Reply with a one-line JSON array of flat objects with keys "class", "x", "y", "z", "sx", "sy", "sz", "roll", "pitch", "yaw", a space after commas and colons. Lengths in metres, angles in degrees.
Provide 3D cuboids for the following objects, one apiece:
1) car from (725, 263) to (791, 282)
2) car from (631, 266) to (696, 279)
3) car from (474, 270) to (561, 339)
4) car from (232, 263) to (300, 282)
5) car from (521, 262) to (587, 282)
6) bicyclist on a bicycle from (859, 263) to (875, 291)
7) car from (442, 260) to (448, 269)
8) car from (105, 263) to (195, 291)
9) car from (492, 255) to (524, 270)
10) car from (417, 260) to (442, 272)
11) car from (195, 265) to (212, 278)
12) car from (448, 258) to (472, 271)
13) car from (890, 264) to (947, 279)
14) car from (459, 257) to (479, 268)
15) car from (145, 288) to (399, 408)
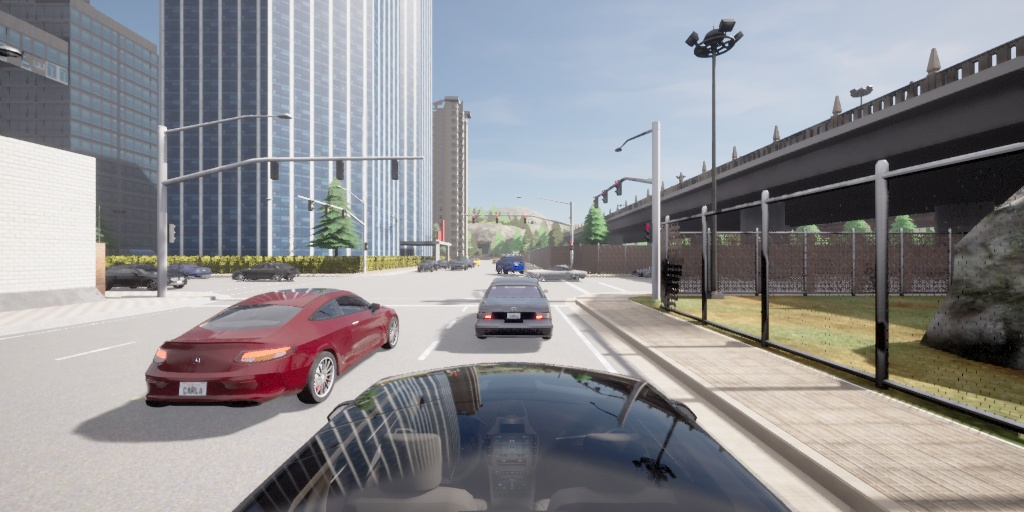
[{"class": "car", "x": 19.958, "y": 1.297, "z": 29.178, "sx": 4.902, "sy": 1.511, "sz": 2.128, "roll": 0, "pitch": 0, "yaw": 0}, {"class": "car", "x": 13.756, "y": 1.353, "z": 32.653, "sx": 5.357, "sy": 1.411, "sz": 2.033, "roll": 0, "pitch": 0, "yaw": 0}, {"class": "car", "x": 0.079, "y": 1.297, "z": 10.013, "sx": 2.033, "sy": 1.411, "sz": 5.357, "roll": 0, "pitch": 0, "yaw": 1}, {"class": "car", "x": -19.863, "y": 1.311, "z": 29.015, "sx": 4.892, "sy": 1.490, "sz": 1.837, "roll": 0, "pitch": 0, "yaw": 0}, {"class": "car", "x": 3.400, "y": 1.381, "z": 28.462, "sx": 4.718, "sy": 1.301, "sz": 1.895, "roll": 0, "pitch": 0, "yaw": -10}, {"class": "bicyclist on a bicycle", "x": 18.267, "y": 1.106, "z": 18.188, "sx": 0.582, "sy": 1.620, "sz": 1.656, "roll": 0, "pitch": 0, "yaw": 0}, {"class": "car", "x": -10.690, "y": 1.276, "z": 54.993, "sx": 1.812, "sy": 1.442, "sz": 4.674, "roll": 0, "pitch": 0, "yaw": 0}, {"class": "car", "x": -22.583, "y": 1.331, "z": 21.823, "sx": 4.674, "sy": 1.442, "sz": 1.812, "roll": 0, "pitch": 0, "yaw": 0}, {"class": "car", "x": -0.200, "y": 0.977, "z": 39.284, "sx": 2.150, "sy": 2.045, "sz": 5.566, "roll": -2, "pitch": 1, "yaw": -15}, {"class": "car", "x": -10.677, "y": 1.255, "z": 45.754, "sx": 1.837, "sy": 1.490, "sz": 4.892, "roll": 0, "pitch": 0, "yaw": 0}, {"class": "car", "x": -30.397, "y": 1.352, "z": 32.473, "sx": 5.357, "sy": 1.411, "sz": 2.033, "roll": 0, "pitch": 0, "yaw": 0}, {"class": "car", "x": -7.177, "y": 1.314, "z": 49.527, "sx": 1.994, "sy": 1.385, "sz": 4.181, "roll": 0, "pitch": 0, "yaw": 0}, {"class": "car", "x": 36.332, "y": 1.406, "z": 32.727, "sx": 4.718, "sy": 1.301, "sz": 1.895, "roll": 0, "pitch": 0, "yaw": 0}, {"class": "car", "x": -7.182, "y": 1.297, "z": 58.765, "sx": 2.033, "sy": 1.411, "sz": 5.357, "roll": 0, "pitch": 0, "yaw": 0}, {"class": "car", "x": -3.449, "y": 1.276, "z": 6.193, "sx": 1.812, "sy": 1.442, "sz": 4.674, "roll": 0, "pitch": 0, "yaw": 0}]
